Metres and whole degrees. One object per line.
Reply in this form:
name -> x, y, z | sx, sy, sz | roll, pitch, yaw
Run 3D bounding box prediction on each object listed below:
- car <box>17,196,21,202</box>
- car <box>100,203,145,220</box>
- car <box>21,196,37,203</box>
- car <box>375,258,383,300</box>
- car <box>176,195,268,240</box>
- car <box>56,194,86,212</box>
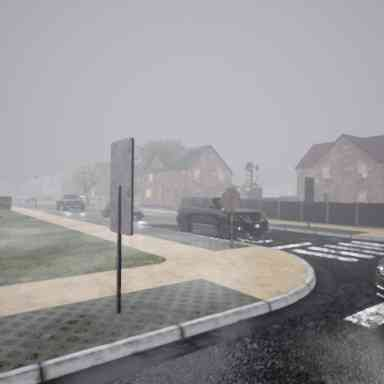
car -> -41.217, 1.695, 80.995 | 2.128, 1.511, 4.902 | 1, -1, -36
car -> -5.798, 1.514, 27.145 | 2.033, 1.411, 5.357 | 1, 0, -36
car -> -35.208, 1.549, 72.690 | 2.128, 1.511, 4.902 | 1, -1, -36
car -> 5.766, 1.482, 7.053 | 4.902, 1.511, 2.128 | 0, 0, -35
car -> 1.340, 1.196, 17.289 | 2.150, 2.045, 5.566 | 1, -1, -36
car -> -14.247, 1.201, 38.878 | 2.150, 2.045, 5.566 | 1, -1, -35
